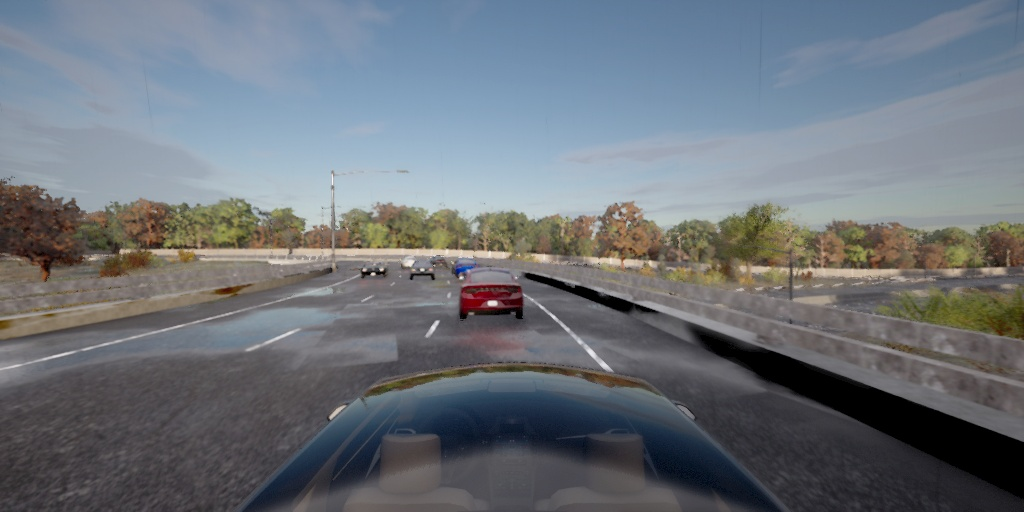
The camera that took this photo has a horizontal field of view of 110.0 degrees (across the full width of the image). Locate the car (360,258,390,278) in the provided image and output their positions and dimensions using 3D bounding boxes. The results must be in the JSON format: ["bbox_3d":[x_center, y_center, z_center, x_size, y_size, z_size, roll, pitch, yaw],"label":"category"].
[{"bbox_3d":[-11.118,1.064,29.384,1.895,1.301,4.718,0,1,-15],"label":"car"}]

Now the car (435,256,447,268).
[{"bbox_3d":[-9.668,0.770,46.186,1.837,1.490,4.892,0,1,-23],"label":"car"}]

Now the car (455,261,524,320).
[{"bbox_3d":[-0.766,1.108,12.181,1.882,1.535,5.008,0,1,-6],"label":"car"}]

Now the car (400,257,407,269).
[{"bbox_3d":[-12.639,0.821,44.224,1.812,1.442,4.674,0,1,-23],"label":"car"}]

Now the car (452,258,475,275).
[{"bbox_3d":[-3.947,0.911,29.978,1.882,1.535,5.008,0,1,-14],"label":"car"}]

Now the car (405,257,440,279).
[{"bbox_3d":[-7.003,1.013,28.047,2.033,1.411,5.357,0,1,-14],"label":"car"}]
